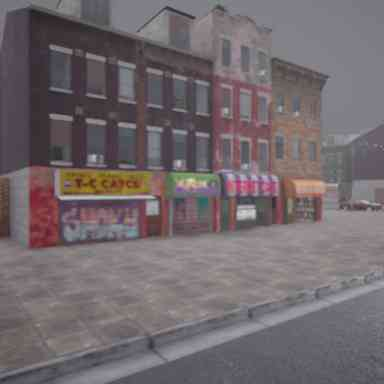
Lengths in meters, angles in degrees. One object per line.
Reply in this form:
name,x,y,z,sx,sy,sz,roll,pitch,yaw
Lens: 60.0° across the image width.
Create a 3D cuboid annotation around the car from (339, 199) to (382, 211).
car,19.424,1.535,38.471,1.887,1.381,4.507,-1,0,-36
